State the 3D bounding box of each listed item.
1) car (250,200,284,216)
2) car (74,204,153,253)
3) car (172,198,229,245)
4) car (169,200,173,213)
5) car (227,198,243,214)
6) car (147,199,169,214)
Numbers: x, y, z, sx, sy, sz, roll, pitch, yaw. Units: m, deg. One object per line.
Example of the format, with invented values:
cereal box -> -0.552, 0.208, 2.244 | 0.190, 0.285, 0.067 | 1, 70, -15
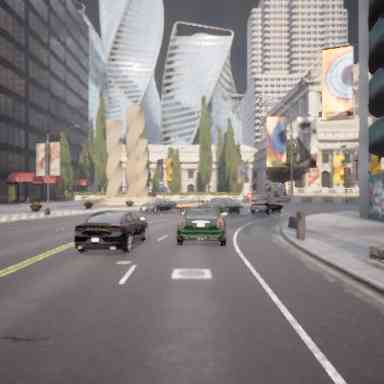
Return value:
car -> 7.438, 1.498, 32.496 | 2.128, 1.511, 4.902 | 0, 0, 37
car -> -3.122, 1.481, 13.796 | 1.882, 1.535, 5.008 | 0, 0, 4
car -> 0.575, 1.355, 15.643 | 2.097, 1.767, 4.553 | 0, 0, 6
car -> 0.188, 1.485, 34.605 | 1.882, 1.535, 5.008 | 0, 0, 35
car -> 3.293, 1.359, 32.604 | 2.097, 1.767, 4.553 | 0, 0, 33
car -> -3.488, 1.499, 35.282 | 2.128, 1.511, 4.902 | 0, 0, 33
